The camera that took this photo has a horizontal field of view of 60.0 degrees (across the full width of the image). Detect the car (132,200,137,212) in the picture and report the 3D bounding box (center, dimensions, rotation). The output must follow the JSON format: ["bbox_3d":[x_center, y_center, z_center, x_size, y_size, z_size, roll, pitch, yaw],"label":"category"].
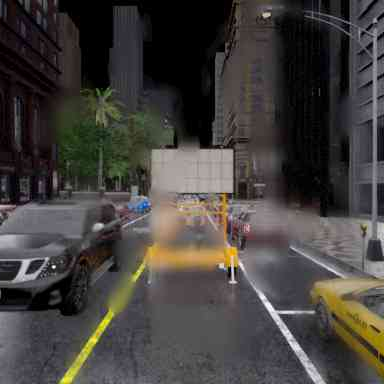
[{"bbox_3d":[-5.734,1.549,25.191,1.887,1.381,4.507,0,0,0],"label":"car"}]

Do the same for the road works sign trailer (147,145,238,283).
[{"bbox_3d":[0.013,0.464,9.596,2.380,3.560,2.880,0,0,0],"label":"road works sign trailer"}]

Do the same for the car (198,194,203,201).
[{"bbox_3d":[2.858,1.576,78.731,1.947,1.339,4.313,0,0,0],"label":"car"}]

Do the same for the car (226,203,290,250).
[{"bbox_3d":[2.777,1.441,14.318,1.967,1.590,4.097,0,0,0],"label":"car"}]

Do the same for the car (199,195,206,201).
[{"bbox_3d":[2.872,1.532,89.742,1.752,1.417,4.829,0,0,0],"label":"car"}]

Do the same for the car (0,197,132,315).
[{"bbox_3d":[-3.091,1.221,7.889,2.150,2.045,5.566,0,0,0],"label":"car"}]

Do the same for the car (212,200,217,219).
[{"bbox_3d":[2.790,1.549,25.168,1.887,1.381,4.507,0,0,0],"label":"car"}]

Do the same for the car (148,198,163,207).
[{"bbox_3d":[-5.700,1.594,52.322,1.802,1.307,4.206,0,0,0],"label":"car"}]

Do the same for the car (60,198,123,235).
[{"bbox_3d":[-5.742,1.317,19.766,2.192,1.841,5.009,0,0,0],"label":"car"}]

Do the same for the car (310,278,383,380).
[{"bbox_3d":[2.765,1.525,3.638,1.752,1.417,4.829,0,0,0],"label":"car"}]

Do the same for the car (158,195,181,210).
[{"bbox_3d":[-2.946,1.503,43.055,2.128,1.511,4.902,0,0,0],"label":"car"}]

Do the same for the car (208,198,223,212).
[{"bbox_3d":[2.798,1.557,30.593,2.008,1.369,4.403,0,0,0],"label":"car"}]

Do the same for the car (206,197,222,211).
[{"bbox_3d":[2.805,1.534,36.188,1.752,1.417,4.829,0,0,0],"label":"car"}]

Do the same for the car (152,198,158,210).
[{"bbox_3d":[-5.714,1.451,41.470,1.967,1.590,4.097,0,0,0],"label":"car"}]

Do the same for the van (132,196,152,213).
[{"bbox_3d":[-5.721,1.350,36.044,1.690,1.788,3.998,0,0,0],"label":"van"}]

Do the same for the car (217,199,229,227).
[{"bbox_3d":[2.784,1.442,19.743,1.967,1.590,4.097,0,0,0],"label":"car"}]

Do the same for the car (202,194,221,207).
[{"bbox_3d":[2.811,1.326,41.443,2.192,1.841,5.009,0,0,0],"label":"car"}]
